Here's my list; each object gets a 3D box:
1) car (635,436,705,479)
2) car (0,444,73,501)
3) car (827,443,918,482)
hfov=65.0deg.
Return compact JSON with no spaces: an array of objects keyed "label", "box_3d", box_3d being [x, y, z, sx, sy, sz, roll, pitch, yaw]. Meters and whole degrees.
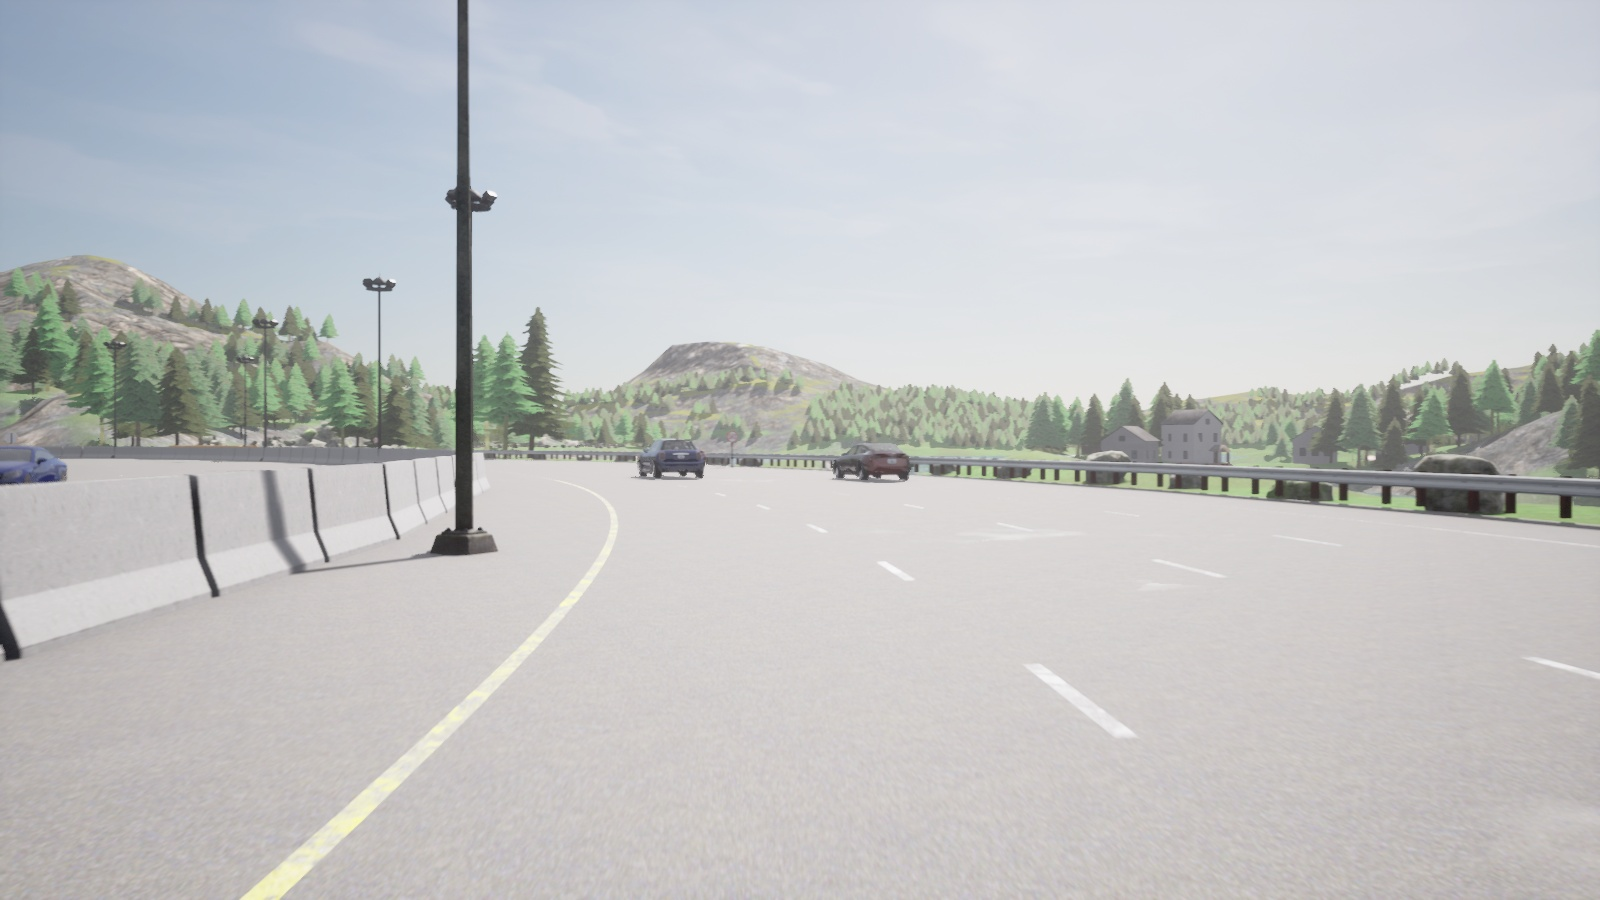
[{"label":"car","box_3d":[-5.706,0.294,54.617,2.097,1.767,4.553,0,0,-19]},{"label":"car","box_3d":[-21.599,0.568,34.271,1.812,1.442,4.674,0,0,-14]},{"label":"car","box_3d":[2.854,0.460,50.952,2.163,1.488,4.792,0,0,-17]}]
